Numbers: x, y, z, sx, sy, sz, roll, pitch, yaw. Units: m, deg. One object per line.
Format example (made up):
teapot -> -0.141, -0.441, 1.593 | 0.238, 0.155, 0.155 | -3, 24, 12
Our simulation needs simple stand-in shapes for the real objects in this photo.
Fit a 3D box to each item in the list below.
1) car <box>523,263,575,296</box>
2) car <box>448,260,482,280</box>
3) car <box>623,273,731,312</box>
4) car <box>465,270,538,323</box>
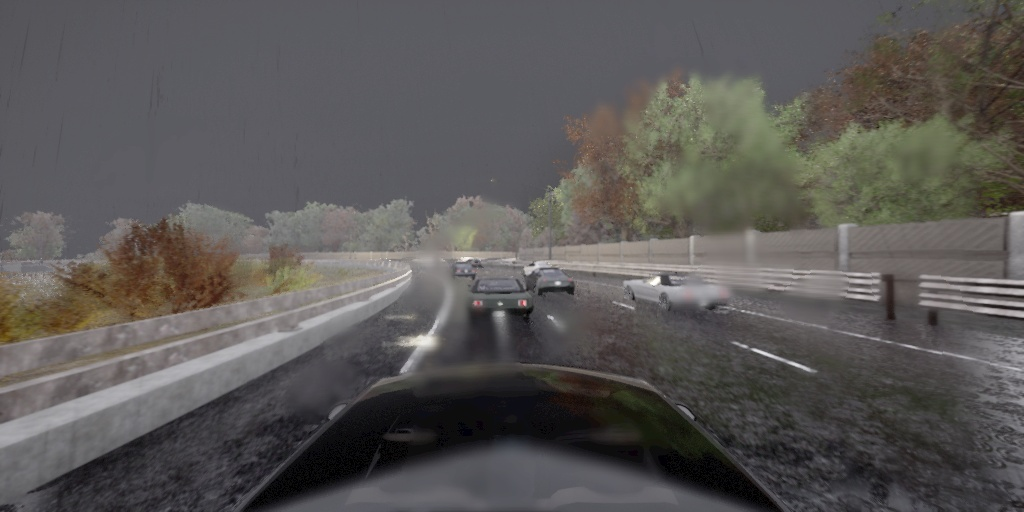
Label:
car -> 1.900, 1.292, 19.427 | 1.994, 1.385, 4.181 | 0, 0, -10
car -> -4.430, 1.293, 31.471 | 2.033, 1.411, 5.357 | 0, 0, -17
car -> 6.167, 1.315, 14.191 | 1.895, 1.301, 4.718 | 0, 0, -7
car -> -0.540, 1.345, 12.165 | 1.895, 1.301, 4.718 | 0, 0, -6
